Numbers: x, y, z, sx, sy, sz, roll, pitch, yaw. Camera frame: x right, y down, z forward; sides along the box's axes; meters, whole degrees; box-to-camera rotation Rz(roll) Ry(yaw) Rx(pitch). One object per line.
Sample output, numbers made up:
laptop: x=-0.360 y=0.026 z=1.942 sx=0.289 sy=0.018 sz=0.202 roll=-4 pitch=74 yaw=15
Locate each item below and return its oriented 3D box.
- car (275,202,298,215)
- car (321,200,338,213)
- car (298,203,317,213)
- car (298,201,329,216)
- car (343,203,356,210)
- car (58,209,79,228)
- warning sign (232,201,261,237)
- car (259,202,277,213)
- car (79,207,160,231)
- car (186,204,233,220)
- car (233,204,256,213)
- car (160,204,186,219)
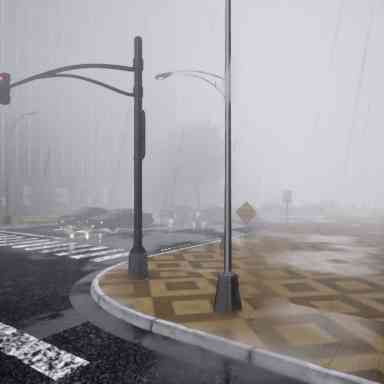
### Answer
car: x=13.573 y=2.450 z=46.230 sx=1.895 sy=1.301 sz=4.718 roll=0 pitch=-1 yaw=33
car: x=21.762 y=2.254 z=53.069 sx=2.150 sy=2.045 sz=5.566 roll=0 pitch=-1 yaw=33
car: x=19.008 y=2.593 z=54.795 sx=1.994 sy=1.385 sz=4.181 roll=0 pitch=-1 yaw=33
car: x=16.242 y=2.343 z=44.378 sx=2.128 sy=1.511 sz=4.902 roll=0 pitch=-1 yaw=33
car: x=31.294 y=2.837 z=65.824 sx=1.812 sy=1.442 sz=4.674 roll=0 pitch=-1 yaw=33
car: x=-7.828 y=1.844 z=25.166 sx=1.812 sy=1.442 sz=4.674 roll=0 pitch=-1 yaw=31
warning sign: x=3.050 y=1.454 z=18.585 sx=1.300 sy=1.860 sz=1.060 roll=1 pitch=1 yaw=33
car: x=11.731 y=2.228 z=49.534 sx=2.097 sy=1.767 sz=4.553 roll=0 pitch=-1 yaw=33
car: x=-4.956 y=1.874 z=23.638 sx=2.033 sy=1.411 sz=5.357 roll=0 pitch=-1 yaw=33
car: x=1.876 y=2.044 z=34.286 sx=2.128 sy=1.511 sz=4.902 roll=0 pitch=-1 yaw=33
car: x=7.822 y=2.436 z=49.492 sx=1.895 sy=1.301 sz=4.718 roll=0 pitch=-1 yaw=33
car: x=-1.587 y=2.031 z=34.904 sx=1.837 sy=1.490 sz=4.892 roll=0 pitch=-1 yaw=33
